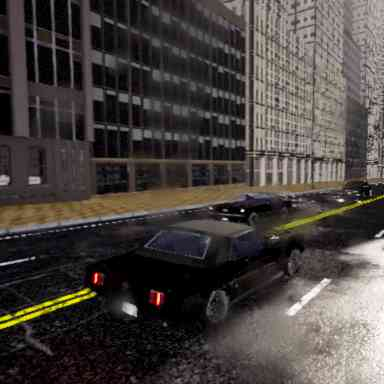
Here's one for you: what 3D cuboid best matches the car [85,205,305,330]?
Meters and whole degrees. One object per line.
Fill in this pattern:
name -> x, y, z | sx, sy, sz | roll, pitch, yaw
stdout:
car -> 0.508, 1.221, 6.356 | 1.895, 1.301, 4.718 | 3, 5, 38

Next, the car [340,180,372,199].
car -> 14.675, -0.267, 29.709 | 1.837, 1.490, 4.892 | 2, 4, 38

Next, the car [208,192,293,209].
car -> 2.668, 0.676, 14.633 | 1.895, 1.301, 4.718 | 2, 4, 38
